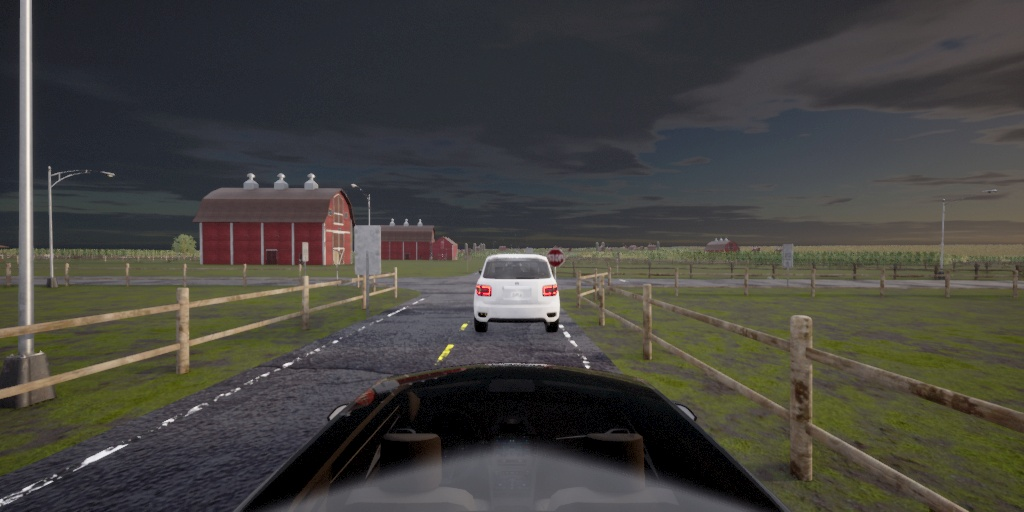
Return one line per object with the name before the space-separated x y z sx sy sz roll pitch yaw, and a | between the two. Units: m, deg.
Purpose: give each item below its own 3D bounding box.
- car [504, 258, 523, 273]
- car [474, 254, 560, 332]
car | 0.192 1.091 43.022 2.097 1.767 4.553 0 0 0
car | 0.121 0.967 10.924 2.150 2.045 5.566 0 0 0
